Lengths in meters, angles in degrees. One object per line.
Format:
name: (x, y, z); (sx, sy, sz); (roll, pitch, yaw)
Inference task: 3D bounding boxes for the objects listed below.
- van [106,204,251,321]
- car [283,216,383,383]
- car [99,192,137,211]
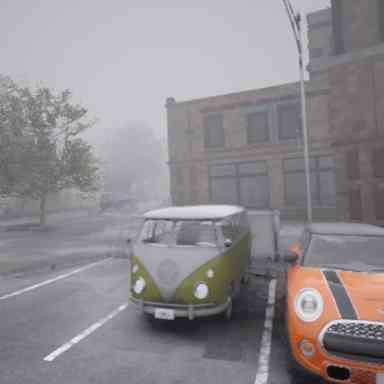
van: (0.178, 1.288, 7.166); (1.878, 1.987, 4.442); (-1, -1, 16)
car: (2.656, 1.374, 5.572); (2.185, 1.767, 4.553); (0, -1, 16)
car: (-8.792, 1.023, 39.910); (2.150, 2.045, 5.566); (-3, 2, 22)
